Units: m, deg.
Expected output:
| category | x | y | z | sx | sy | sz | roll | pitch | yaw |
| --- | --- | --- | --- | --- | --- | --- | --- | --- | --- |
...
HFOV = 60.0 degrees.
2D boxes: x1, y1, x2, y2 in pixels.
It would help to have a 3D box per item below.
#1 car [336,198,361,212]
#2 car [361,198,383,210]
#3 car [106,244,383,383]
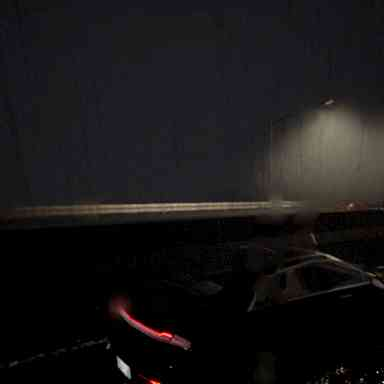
| category | x | y | z | sx | sy | sz | roll | pitch | yaw |
| --- | --- | --- | --- | --- | --- | --- | --- | --- | --- |
| car | 18.618 | 1.479 | 38.250 | 4.553 | 1.767 | 2.097 | 0 | 0 | -34 |
| car | 20.431 | 1.604 | 35.255 | 5.008 | 1.535 | 1.882 | 0 | 0 | -34 |
| car | 1.304 | 1.501 | 4.661 | 4.902 | 1.511 | 2.128 | 0 | 0 | -35 |
